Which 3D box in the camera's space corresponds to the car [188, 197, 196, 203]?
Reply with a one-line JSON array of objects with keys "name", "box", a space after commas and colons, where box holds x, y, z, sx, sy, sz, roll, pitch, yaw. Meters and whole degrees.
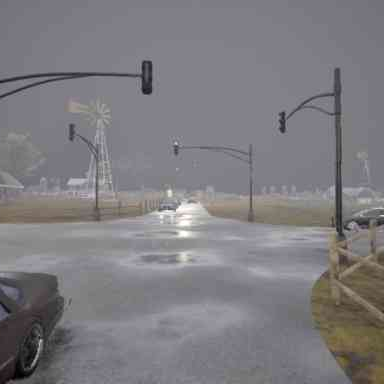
[{"name": "car", "box": [-0.037, 1.849, 79.091, 1.812, 1.442, 4.674, 0, 0, 0]}]

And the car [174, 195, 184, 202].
[{"name": "car", "box": [-2.786, 1.440, 73.779, 2.033, 1.411, 5.357, 0, 0, 0]}]

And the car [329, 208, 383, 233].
[{"name": "car", "box": [11.137, 1.740, 20.625, 4.892, 1.490, 1.837, 1, -1, 4]}]

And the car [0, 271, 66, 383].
[{"name": "car", "box": [-2.862, 1.548, 2.768, 2.033, 1.411, 5.357, 0, 0, 1]}]

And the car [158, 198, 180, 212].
[{"name": "car", "box": [-2.875, 1.655, 39.747, 1.994, 1.385, 4.181, 0, 0, 0]}]

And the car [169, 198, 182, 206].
[{"name": "car", "box": [-2.863, 1.787, 58.470, 1.895, 1.301, 4.718, 0, 0, 0]}]

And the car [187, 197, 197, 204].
[{"name": "car", "box": [0.060, 1.778, 69.079, 1.812, 1.442, 4.674, 0, 0, 0]}]
